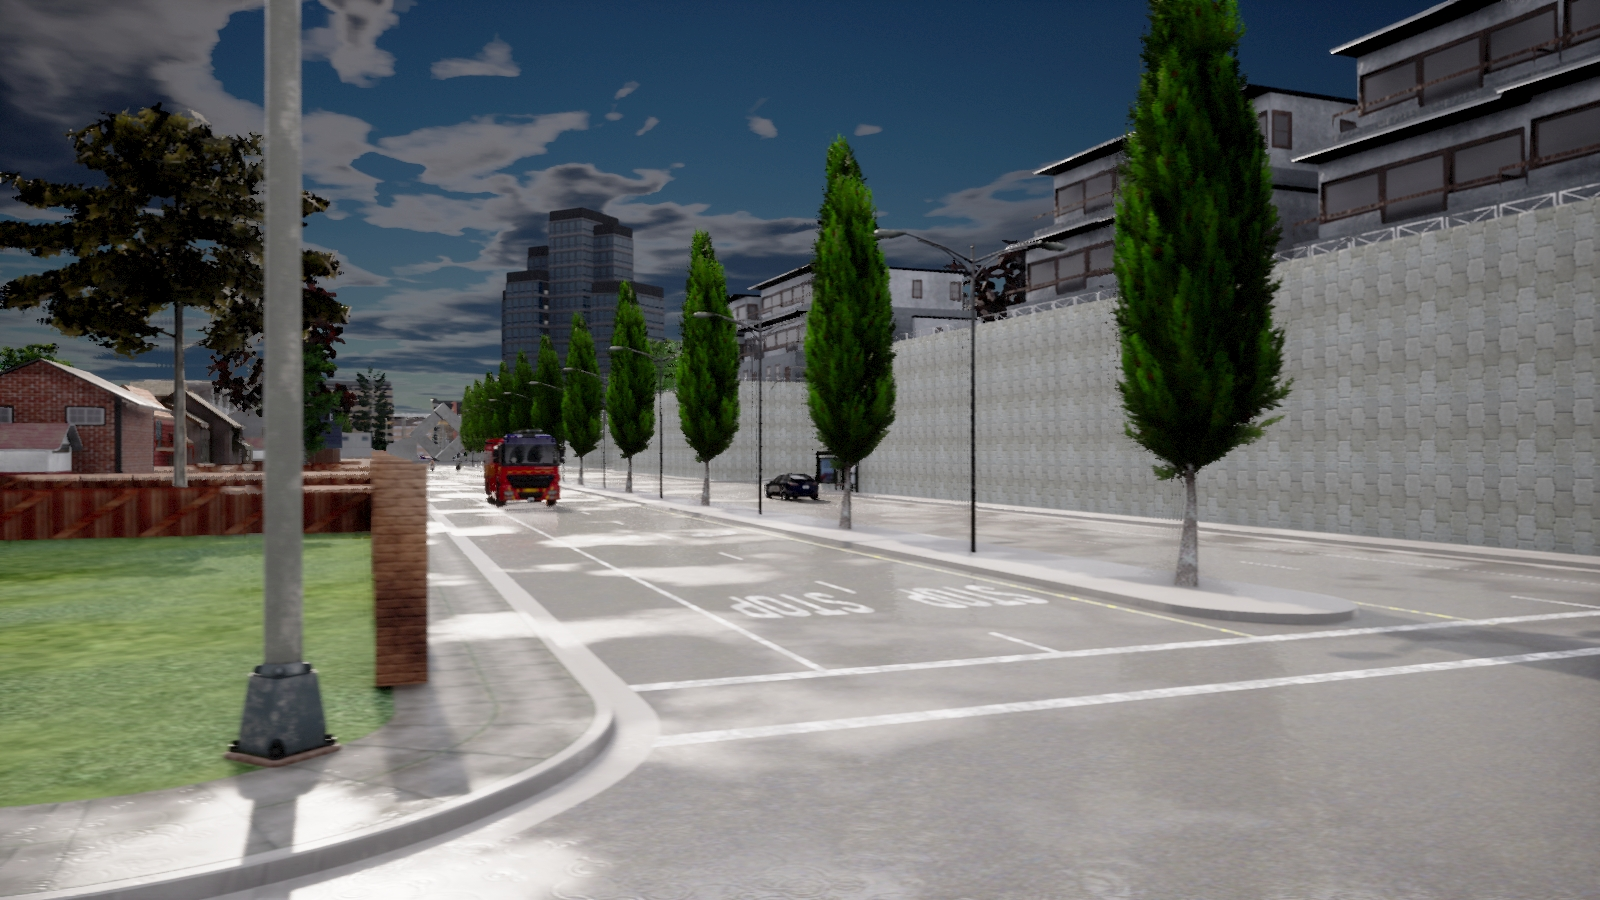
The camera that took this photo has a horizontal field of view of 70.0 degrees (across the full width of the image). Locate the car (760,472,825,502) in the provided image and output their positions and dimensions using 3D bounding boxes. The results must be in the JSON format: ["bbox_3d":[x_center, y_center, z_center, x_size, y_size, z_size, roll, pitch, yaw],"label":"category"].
[{"bbox_3d":[-0.485,2.061,64.267,2.163,1.488,4.792,0,0,-21],"label":"car"}]

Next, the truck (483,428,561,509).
[{"bbox_3d":[-14.324,0.890,58.420,2.891,3.827,8.468,0,0,-21],"label":"truck"}]
